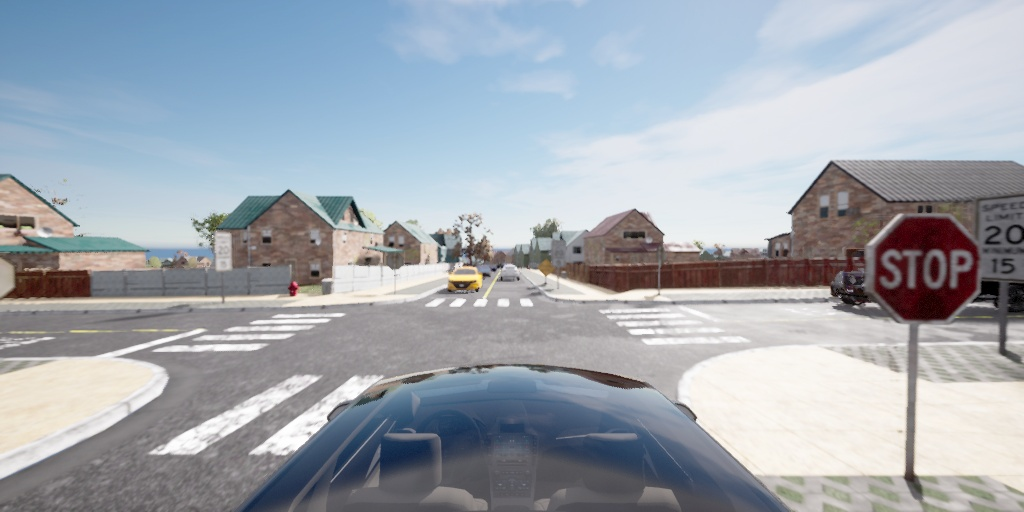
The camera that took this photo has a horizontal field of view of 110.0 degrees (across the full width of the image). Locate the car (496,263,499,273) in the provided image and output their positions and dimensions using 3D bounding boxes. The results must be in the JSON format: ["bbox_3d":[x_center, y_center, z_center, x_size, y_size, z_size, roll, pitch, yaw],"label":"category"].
[{"bbox_3d":[-3.393,2.116,58.755,1.895,1.301,4.718,0,-1,-1],"label":"car"}]

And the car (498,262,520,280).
[{"bbox_3d":[-0.228,1.665,37.072,1.812,1.442,4.674,0,-1,-1],"label":"car"}]

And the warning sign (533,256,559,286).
[{"bbox_3d":[2.366,1.107,25.078,1.300,1.860,1.060,0,0,-1],"label":"warning sign"}]

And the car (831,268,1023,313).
[{"bbox_3d":[14.344,0.787,12.294,5.566,2.045,2.150,-1,1,0],"label":"car"}]

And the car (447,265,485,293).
[{"bbox_3d":[-2.963,1.450,23.181,1.882,1.535,5.008,0,-1,-1],"label":"car"}]

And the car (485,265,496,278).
[{"bbox_3d":[-3.220,1.731,40.180,2.033,1.411,5.357,0,-1,-1],"label":"car"}]
